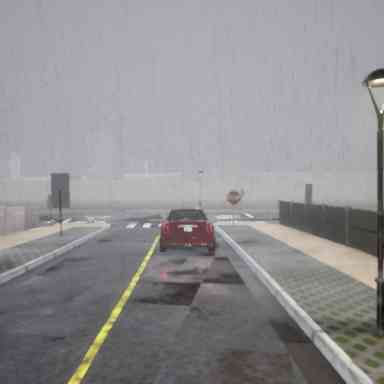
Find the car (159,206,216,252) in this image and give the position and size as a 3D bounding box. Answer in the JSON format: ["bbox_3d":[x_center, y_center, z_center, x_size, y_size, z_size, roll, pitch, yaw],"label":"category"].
[{"bbox_3d":[-0.221,1.367,14.130,2.097,1.767,4.553,0,0,-2],"label":"car"}]
